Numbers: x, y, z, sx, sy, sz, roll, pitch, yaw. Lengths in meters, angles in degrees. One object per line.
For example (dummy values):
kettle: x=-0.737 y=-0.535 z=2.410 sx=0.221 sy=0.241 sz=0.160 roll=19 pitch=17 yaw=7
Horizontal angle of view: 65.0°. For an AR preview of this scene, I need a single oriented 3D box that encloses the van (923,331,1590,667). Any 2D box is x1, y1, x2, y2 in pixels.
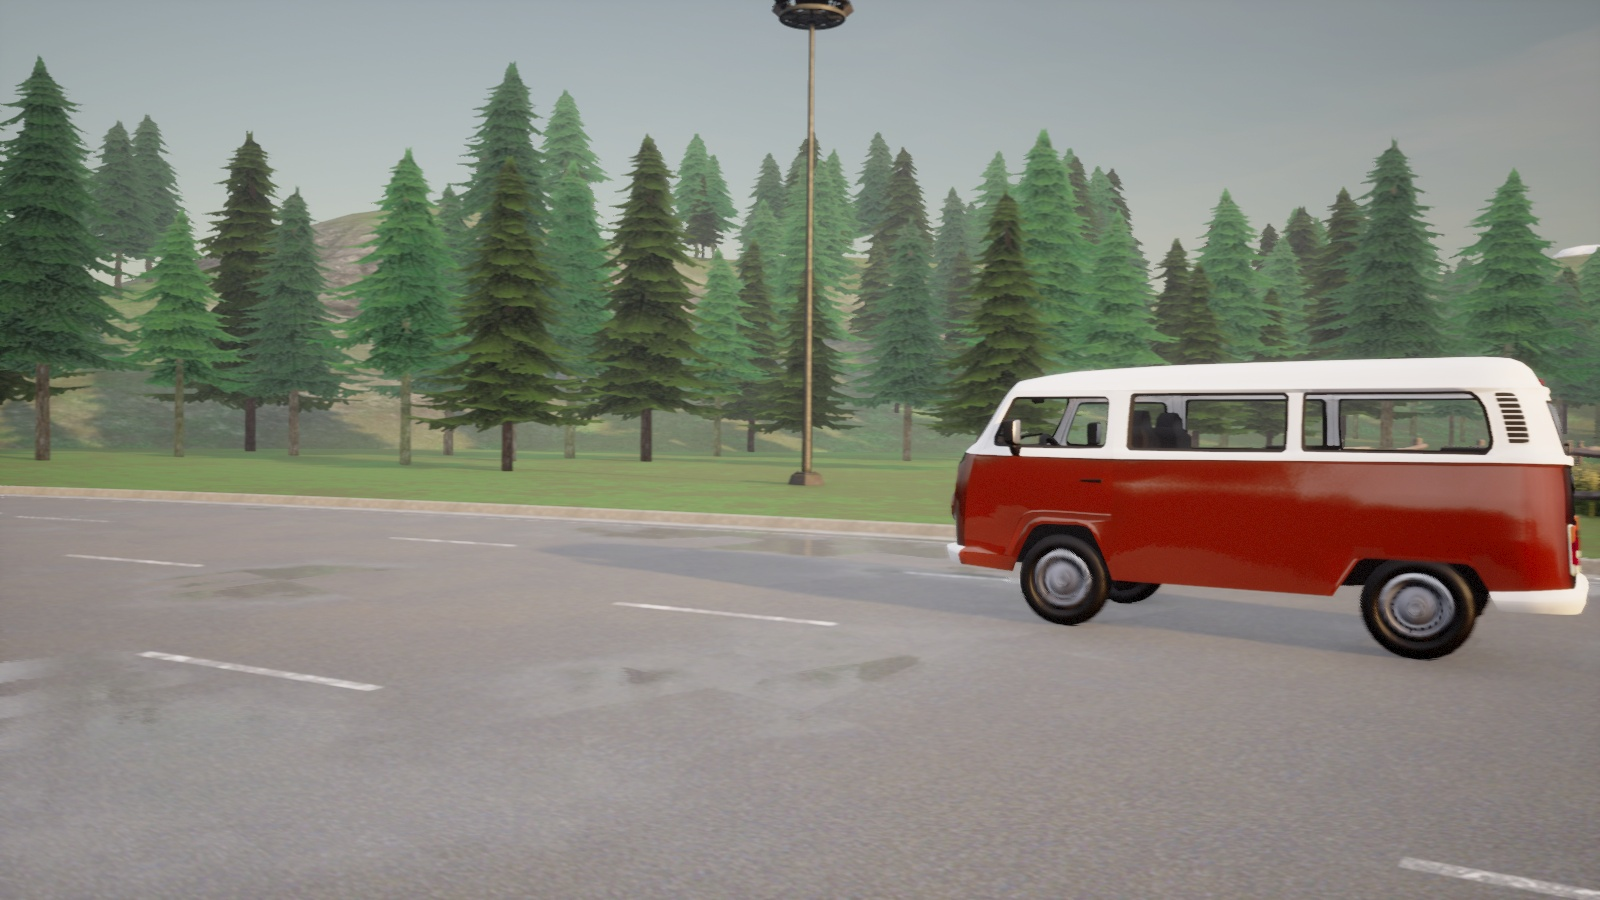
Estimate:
van: x=3.427 y=0.280 z=9.670 sx=4.480 sy=2.038 sz=2.069 roll=0 pitch=1 yaw=32
